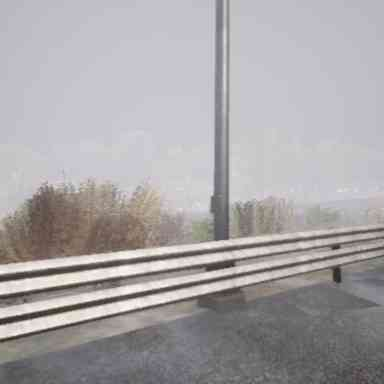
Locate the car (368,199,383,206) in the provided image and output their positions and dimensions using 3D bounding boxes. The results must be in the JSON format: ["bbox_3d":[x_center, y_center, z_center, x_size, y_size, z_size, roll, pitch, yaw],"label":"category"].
[{"bbox_3d":[43.538,2.338,77.691,4.553,1.767,2.097,-4,3,-19],"label":"car"}]

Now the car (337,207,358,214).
[{"bbox_3d":[30.852,3.649,65.944,4.674,1.442,1.812,-4,3,-19],"label":"car"}]
